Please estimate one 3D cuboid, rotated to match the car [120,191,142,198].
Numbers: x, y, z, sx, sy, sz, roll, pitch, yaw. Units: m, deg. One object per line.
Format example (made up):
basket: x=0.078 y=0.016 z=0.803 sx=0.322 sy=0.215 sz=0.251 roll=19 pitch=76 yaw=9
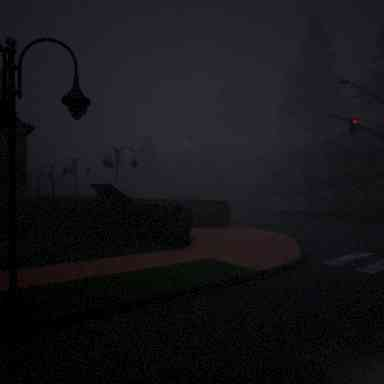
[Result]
car: x=-6.898 y=0.940 z=36.043 sx=2.150 sy=2.045 sz=5.566 roll=0 pitch=2 yaw=-36
